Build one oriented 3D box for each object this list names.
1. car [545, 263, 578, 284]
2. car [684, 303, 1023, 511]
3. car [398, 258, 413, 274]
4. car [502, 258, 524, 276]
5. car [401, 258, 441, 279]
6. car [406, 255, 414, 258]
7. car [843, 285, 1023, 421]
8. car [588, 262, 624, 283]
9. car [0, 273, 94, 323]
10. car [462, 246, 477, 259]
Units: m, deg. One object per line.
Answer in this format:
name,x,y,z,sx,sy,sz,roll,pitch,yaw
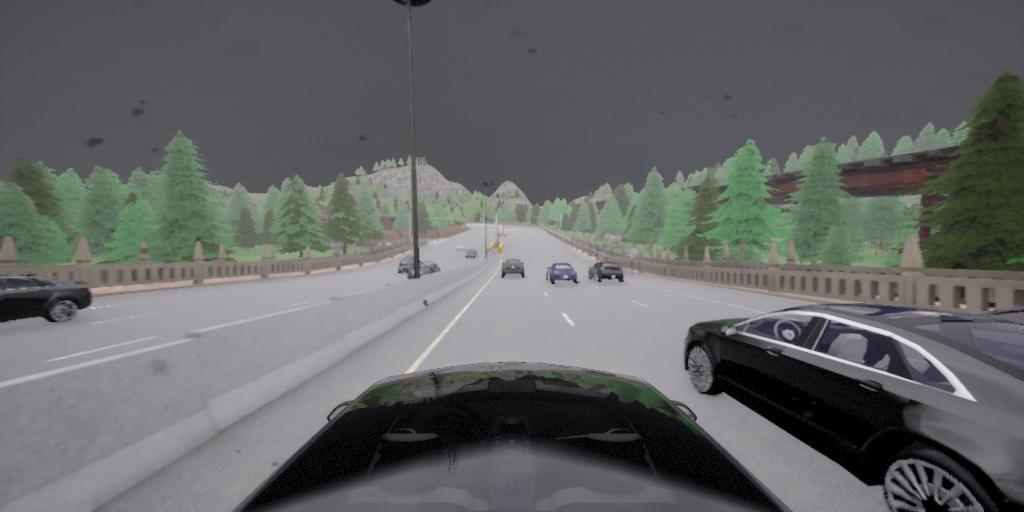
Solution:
car,3.597,1.217,26.346,1.812,1.442,4.674,0,0,0
car,3.599,1.237,3.685,2.128,1.511,4.902,0,0,0
car,-10.590,1.196,37.917,1.994,1.385,4.181,0,1,0
car,0.096,1.018,35.015,2.097,1.767,4.553,0,0,0
car,-7.096,1.176,29.434,2.128,1.511,4.902,0,0,0
car,-14.075,0.646,49.704,2.128,1.511,4.902,0,4,0
car,7.098,1.270,4.364,1.812,1.442,4.674,0,0,0
car,7.097,1.192,27.499,1.837,1.490,4.892,0,0,0
car,-14.099,1.225,9.172,2.128,1.511,4.902,0,0,0
car,-7.034,-0.375,61.649,1.837,1.490,4.892,0,8,0
